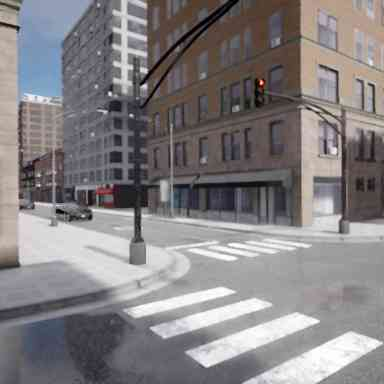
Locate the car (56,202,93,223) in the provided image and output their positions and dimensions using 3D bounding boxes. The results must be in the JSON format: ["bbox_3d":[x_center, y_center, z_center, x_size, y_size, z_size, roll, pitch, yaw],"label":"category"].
[{"bbox_3d":[-9.709,1.575,27.284,1.882,1.535,5.008,-1,0,-36],"label":"car"}]

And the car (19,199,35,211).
[{"bbox_3d":[-22.729,1.707,45.289,1.882,1.535,5.008,-1,0,-36],"label":"car"}]
